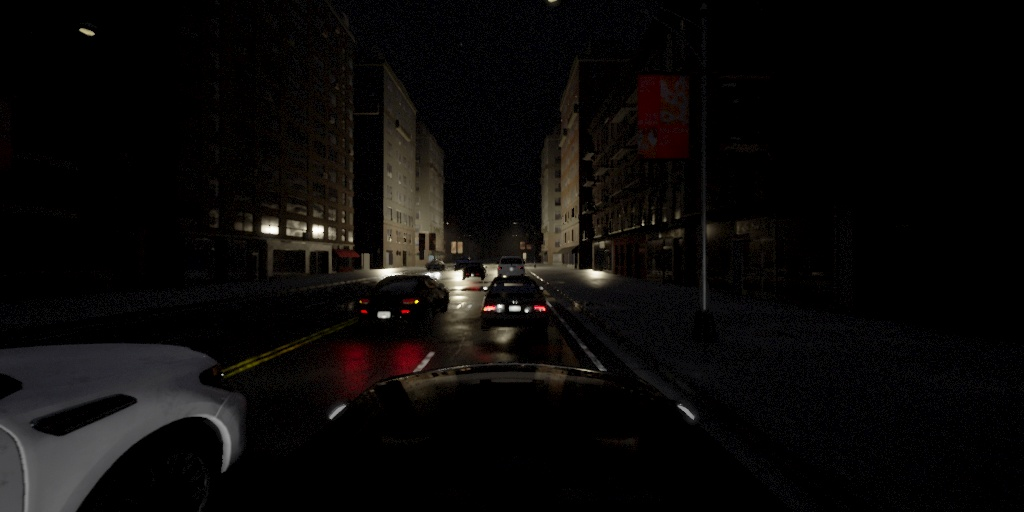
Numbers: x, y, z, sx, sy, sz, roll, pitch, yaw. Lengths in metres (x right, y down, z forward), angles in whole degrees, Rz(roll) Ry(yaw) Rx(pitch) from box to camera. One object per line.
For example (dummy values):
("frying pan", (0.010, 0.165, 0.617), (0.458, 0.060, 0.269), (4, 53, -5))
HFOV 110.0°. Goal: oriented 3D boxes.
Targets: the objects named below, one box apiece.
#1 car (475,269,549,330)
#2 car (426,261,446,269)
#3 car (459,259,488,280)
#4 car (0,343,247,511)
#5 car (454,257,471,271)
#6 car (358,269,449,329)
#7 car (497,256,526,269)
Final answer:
("car", (0.047, 1.317, 11.153), (2.033, 1.411, 5.357), (0, 0, 0))
("car", (-10.112, 1.361, 47.856), (2.128, 1.511, 4.902), (0, 0, 0))
("car", (-3.330, 1.330, 32.263), (1.837, 1.490, 4.892), (0, 0, -1))
("car", (-3.138, 0.969, 0.406), (2.150, 2.045, 5.566), (0, 0, 0))
("car", (-6.870, 1.101, 50.980), (2.150, 2.045, 5.566), (0, 0, 0))
("car", (-3.205, 1.295, 11.242), (1.812, 1.442, 4.674), (0, 0, 0))
("car", (-0.063, 1.038, 29.384), (2.150, 2.045, 5.566), (0, 0, 0))
